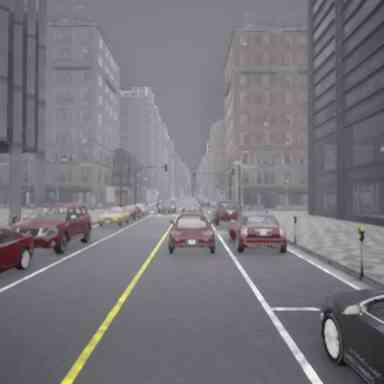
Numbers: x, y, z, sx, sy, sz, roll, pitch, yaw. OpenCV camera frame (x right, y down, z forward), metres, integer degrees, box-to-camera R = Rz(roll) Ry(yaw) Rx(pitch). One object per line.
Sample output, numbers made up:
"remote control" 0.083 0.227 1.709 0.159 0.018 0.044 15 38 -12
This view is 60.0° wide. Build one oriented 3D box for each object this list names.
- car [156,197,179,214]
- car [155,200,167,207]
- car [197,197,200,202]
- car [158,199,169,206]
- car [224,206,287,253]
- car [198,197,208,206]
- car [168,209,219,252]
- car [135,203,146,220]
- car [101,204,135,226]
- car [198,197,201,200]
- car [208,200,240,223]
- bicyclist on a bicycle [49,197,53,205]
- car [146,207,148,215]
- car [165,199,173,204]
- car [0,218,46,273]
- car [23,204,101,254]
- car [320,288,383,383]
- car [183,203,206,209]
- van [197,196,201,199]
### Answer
"car" -3.014 1.749 41.304 2.097 1.767 4.553 0 0 0
"car" -5.869 2.175 63.889 1.887 1.381 4.507 1 -1 0
"car" 2.653 2.325 75.229 1.802 1.307 4.206 1 -1 0
"car" -5.870 2.231 69.562 1.887 1.381 4.507 1 -1 0
"car" 2.673 1.582 14.368 1.967 1.590 4.097 1 -1 0
"car" 2.657 2.212 63.882 1.802 1.307 4.206 1 -1 0
"car" 0.001 1.667 14.387 1.812 1.442 4.674 0 0 0
"car" -5.859 1.852 31.247 1.887 1.381 4.507 1 -1 0
"car" -5.857 1.776 25.452 1.752 1.417 4.829 1 -1 0
"car" 2.655 2.268 69.555 1.802 1.307 4.206 1 -1 0
"car" 2.671 1.567 25.618 2.192 1.841 5.009 1 -1 0
"bicyclist on a bicycle" -23.028 1.686 54.330 0.582 1.620 1.656 0 -1 0
"car" -5.860 1.887 36.701 1.752 1.417 4.829 1 -1 0
"car" -5.876 2.439 86.579 1.802 1.307 4.206 1 -1 0
"car" -5.852 1.631 8.749 1.887 1.381 4.507 1 -1 0
"car" -5.852 1.457 14.376 2.192 1.841 5.009 1 -1 0
"car" 2.675 1.582 3.120 2.008 1.369 4.403 1 -1 0
"car" -0.006 1.888 29.130 1.895 1.301 4.718 0 -1 0
"van" 2.654 2.141 80.904 1.690 1.788 3.998 1 -1 0
